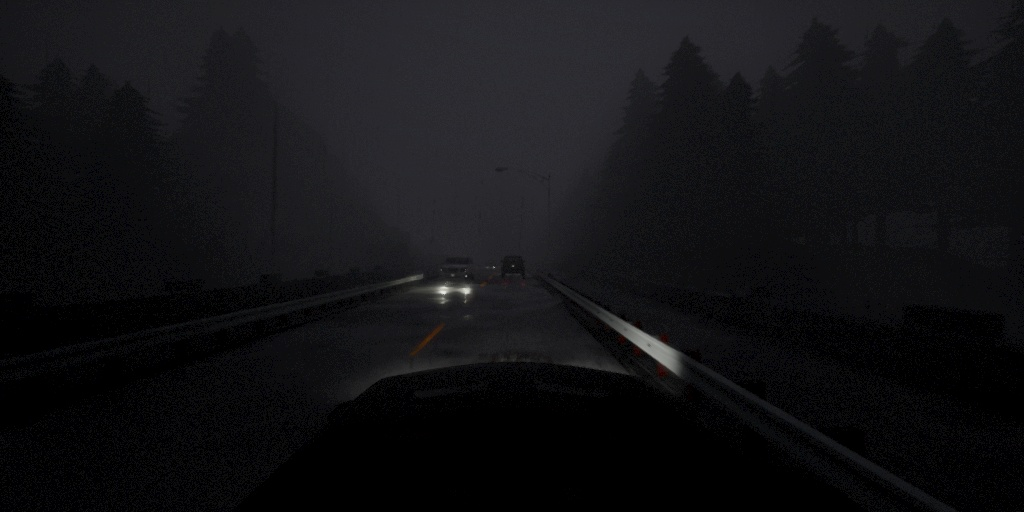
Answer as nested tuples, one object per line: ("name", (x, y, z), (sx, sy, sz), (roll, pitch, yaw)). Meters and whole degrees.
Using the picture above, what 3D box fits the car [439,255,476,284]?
("car", (-4.081, 0.973, 27.514), (2.150, 2.045, 5.566), (0, 0, 0))

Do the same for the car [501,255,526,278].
("car", (0.107, 0.969, 33.854), (2.150, 2.045, 5.566), (0, 0, 0))
